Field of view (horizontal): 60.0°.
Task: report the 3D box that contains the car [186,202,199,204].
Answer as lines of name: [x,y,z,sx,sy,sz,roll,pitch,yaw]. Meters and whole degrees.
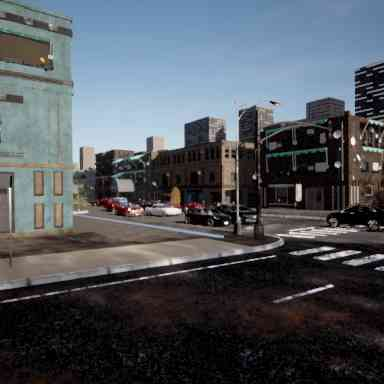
car: [-0.044,1.903,41.145,1.802,1.307,4.206,-2,0,-36]

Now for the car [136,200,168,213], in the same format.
car: [-5.422,1.902,44.228,2.128,1.511,4.902,-1,0,-36]

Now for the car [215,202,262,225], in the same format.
car: [3.395,1.724,26.433,1.837,1.490,4.892,-1,0,-34]

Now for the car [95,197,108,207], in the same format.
car: [-16.141,1.939,63.662,2.192,1.841,5.009,-1,0,-36]

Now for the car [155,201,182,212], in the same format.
car: [-3.262,1.965,45.648,1.802,1.307,4.206,-2,0,-36]

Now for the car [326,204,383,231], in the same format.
car: [10.769,1.553,21.009,1.837,1.490,4.892,1,-2,-25]

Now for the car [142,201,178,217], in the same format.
car: [-3.063,1.947,35.427,1.895,1.301,4.718,-1,0,-35]

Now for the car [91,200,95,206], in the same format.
car: [-19.354,2.227,68.165,1.887,1.381,4.507,-1,0,-36]

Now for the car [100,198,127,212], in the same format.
car: [-10.468,1.967,45.826,1.882,1.535,5.008,-1,0,-35]

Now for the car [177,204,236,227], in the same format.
car: [1.107,1.814,24.910,1.947,1.339,4.313,-2,0,-36]

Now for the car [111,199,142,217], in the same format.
car: [-6.865,1.846,36.271,1.967,1.590,4.097,-1,0,-36]
